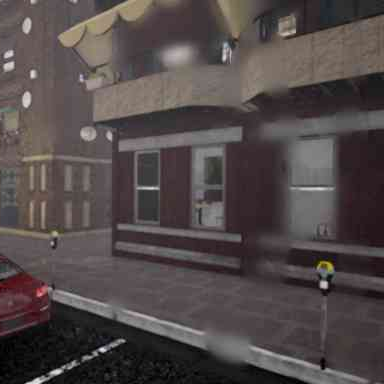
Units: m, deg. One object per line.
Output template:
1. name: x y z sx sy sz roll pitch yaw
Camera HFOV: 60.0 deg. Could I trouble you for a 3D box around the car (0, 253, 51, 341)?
1. car: -4.052 1.598 5.595 4.206 1.307 1.802 0 1 35
